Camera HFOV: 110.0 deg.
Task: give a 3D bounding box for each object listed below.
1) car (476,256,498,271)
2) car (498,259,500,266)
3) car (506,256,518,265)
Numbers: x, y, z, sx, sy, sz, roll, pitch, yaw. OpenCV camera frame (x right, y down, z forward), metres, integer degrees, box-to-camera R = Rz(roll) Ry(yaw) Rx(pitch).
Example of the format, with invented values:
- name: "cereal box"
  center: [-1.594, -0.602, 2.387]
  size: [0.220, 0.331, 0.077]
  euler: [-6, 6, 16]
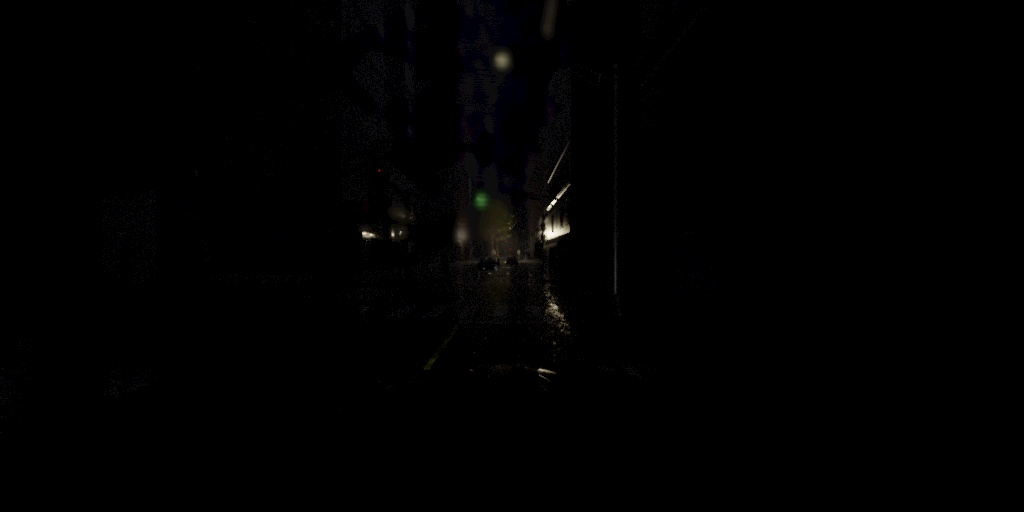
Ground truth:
- name: "car"
  center: [-3.086, 0.998, 42.319]
  size: [2.033, 1.411, 5.357]
  euler: [0, 0, 0]
- name: "car"
  center: [-3.040, 0.814, 59.166]
  size: [2.128, 1.511, 4.902]
  euler: [0, 0, 0]
- name: "car"
  center: [-0.006, 0.779, 61.803]
  size: [1.882, 1.535, 5.008]
  euler: [0, 0, 0]
